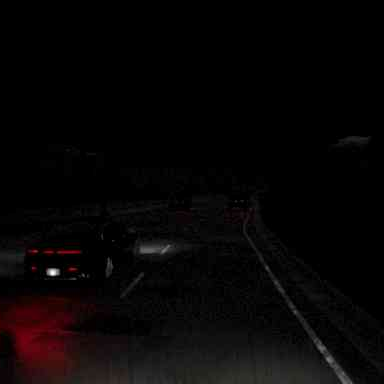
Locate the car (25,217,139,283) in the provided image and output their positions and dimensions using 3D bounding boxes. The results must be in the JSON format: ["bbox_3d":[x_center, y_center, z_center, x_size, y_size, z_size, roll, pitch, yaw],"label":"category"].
[{"bbox_3d":[-2.865,1.497,9.666,1.837,1.490,4.892,0,0,4],"label":"car"}]

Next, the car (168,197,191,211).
[{"bbox_3d":[-1.470,1.344,41.844,2.097,1.767,4.553,0,0,11],"label":"car"}]

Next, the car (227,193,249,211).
[{"bbox_3d":[5.651,1.228,41.822,2.150,2.045,5.566,0,0,11],"label":"car"}]
